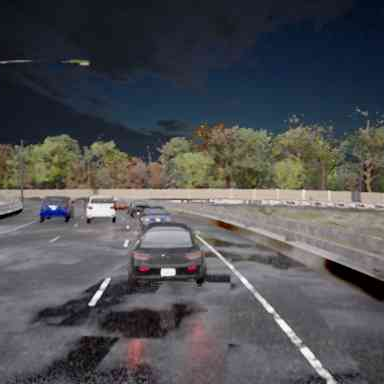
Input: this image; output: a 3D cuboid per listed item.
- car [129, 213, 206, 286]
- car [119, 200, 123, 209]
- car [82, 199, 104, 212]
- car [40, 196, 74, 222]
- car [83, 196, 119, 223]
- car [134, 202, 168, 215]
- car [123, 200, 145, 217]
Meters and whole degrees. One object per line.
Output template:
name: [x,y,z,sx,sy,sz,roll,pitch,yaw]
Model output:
car: [-0.704,1.557,9.416,1.812,1.442,4.674,0,0,-5]
car: [-9.578,1.714,43.914,1.994,1.385,4.181,0,0,-23]
car: [-12.694,1.695,42.401,2.033,1.411,5.357,0,0,-24]
car: [-11.020,1.321,27.370,2.150,2.045,5.566,0,0,-15]
car: [-7.228,1.315,26.787,2.150,2.045,5.566,0,0,-14]
car: [-2.401,1.618,20.948,2.033,1.411,5.357,0,0,-11]
car: [-5.250,1.615,32.362,1.837,1.490,4.892,0,0,-17]
